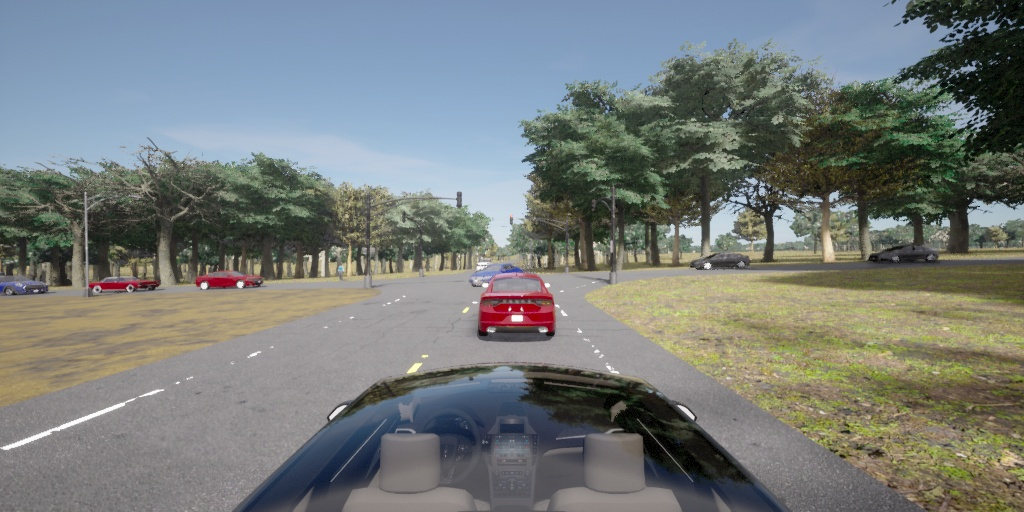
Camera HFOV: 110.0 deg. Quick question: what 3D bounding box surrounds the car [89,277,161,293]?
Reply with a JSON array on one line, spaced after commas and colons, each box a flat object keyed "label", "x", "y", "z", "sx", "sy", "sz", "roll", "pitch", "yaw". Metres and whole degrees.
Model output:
[{"label": "car", "x": -33.052, "y": 2.416, "z": 30.595, "sx": 4.718, "sy": 1.301, "sz": 1.895, "roll": -2, "pitch": -1, "yaw": 3}]

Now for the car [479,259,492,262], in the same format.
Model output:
[{"label": "car", "x": -3.932, "y": 1.392, "z": 52.972, "sx": 2.150, "sy": 2.045, "sz": 5.566, "roll": 0, "pitch": -1, "yaw": 1}]

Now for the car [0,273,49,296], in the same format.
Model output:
[{"label": "car", "x": -43.333, "y": 2.501, "z": 31.085, "sx": 4.553, "sy": 1.767, "sz": 2.097, "roll": -2, "pitch": -1, "yaw": 3}]

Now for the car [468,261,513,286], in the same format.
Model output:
[{"label": "car", "x": -0.961, "y": 1.255, "z": 24.126, "sx": 1.812, "sy": 1.442, "sz": 4.674, "roll": -2, "pitch": 0, "yaw": 34}]

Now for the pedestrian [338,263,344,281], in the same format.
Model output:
[{"label": "pedestrian", "x": -17.920, "y": 1.666, "z": 37.525, "sx": 0.375, "sy": 1.860, "sz": 0.375, "roll": 0, "pitch": 1, "yaw": 3}]

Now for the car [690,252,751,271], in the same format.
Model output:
[{"label": "car", "x": 18.537, "y": 0.474, "z": 32.076, "sx": 4.892, "sy": 1.490, "sz": 1.837, "roll": -3, "pitch": -1, "yaw": 2}]

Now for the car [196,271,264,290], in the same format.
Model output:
[{"label": "car", "x": -23.694, "y": 1.974, "z": 30.176, "sx": 5.008, "sy": 1.535, "sz": 1.882, "roll": -2, "pitch": -1, "yaw": 2}]

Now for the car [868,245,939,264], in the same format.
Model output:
[{"label": "car", "x": 34.209, "y": -0.141, "z": 31.416, "sx": 4.892, "sy": 1.490, "sz": 1.837, "roll": -3, "pitch": -1, "yaw": 3}]

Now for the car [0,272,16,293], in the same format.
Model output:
[{"label": "car", "x": -52.827, "y": 2.701, "z": 35.187, "sx": 5.566, "sy": 2.045, "sz": 2.150, "roll": -2, "pitch": -1, "yaw": 3}]

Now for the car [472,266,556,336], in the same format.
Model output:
[{"label": "car", "x": 0.125, "y": 1.230, "z": 10.409, "sx": 1.882, "sy": 1.535, "sz": 5.008, "roll": 0, "pitch": 0, "yaw": 0}]
